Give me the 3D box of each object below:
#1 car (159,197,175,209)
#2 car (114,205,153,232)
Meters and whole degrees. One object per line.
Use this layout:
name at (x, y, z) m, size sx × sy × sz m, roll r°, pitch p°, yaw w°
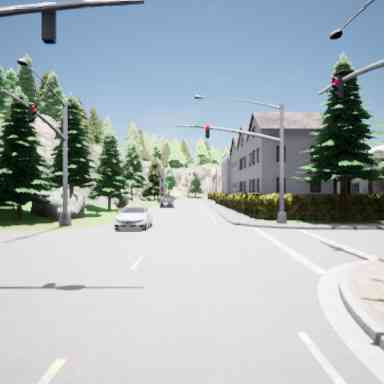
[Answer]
car at (-3.493, 1.480, 46.775) m, size 2.128 × 1.511 × 4.902 m, roll 0°, pitch 0°, yaw 0°
car at (-3.496, 1.537, 20.553) m, size 1.812 × 1.442 × 4.674 m, roll 0°, pitch 0°, yaw 0°
